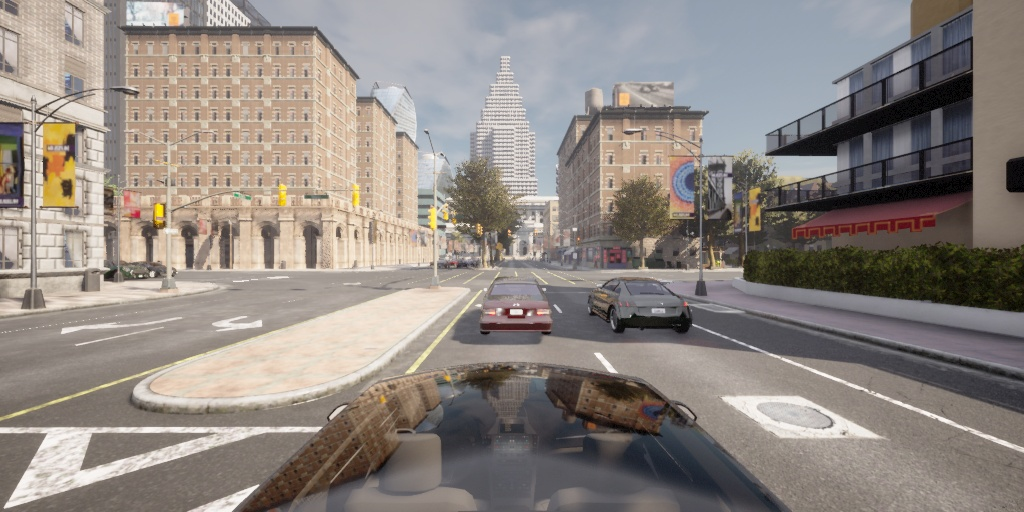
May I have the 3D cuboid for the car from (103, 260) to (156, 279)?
[{"bbox_3d":[-33.351,1.102,30.018,4.553,1.767,2.097,0,0,0],"label":"car"}]

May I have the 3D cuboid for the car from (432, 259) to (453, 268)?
[{"bbox_3d":[-11.630,1.276,60.266,1.812,1.442,4.674,0,0,0],"label":"car"}]

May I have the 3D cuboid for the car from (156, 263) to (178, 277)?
[{"bbox_3d":[-34.193,1.255,33.513,4.892,1.490,1.837,0,0,0],"label":"car"}]

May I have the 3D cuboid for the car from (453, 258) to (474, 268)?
[{"bbox_3d":[-8.129,1.351,60.388,1.895,1.301,4.718,0,0,0],"label":"car"}]

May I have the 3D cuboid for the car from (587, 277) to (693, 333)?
[{"bbox_3d":[3.589,1.314,10.790,1.994,1.385,4.181,0,0,0],"label":"car"}]

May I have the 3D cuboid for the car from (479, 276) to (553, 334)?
[{"bbox_3d":[0.091,1.297,10.530,2.033,1.411,5.357,0,0,0],"label":"car"}]
